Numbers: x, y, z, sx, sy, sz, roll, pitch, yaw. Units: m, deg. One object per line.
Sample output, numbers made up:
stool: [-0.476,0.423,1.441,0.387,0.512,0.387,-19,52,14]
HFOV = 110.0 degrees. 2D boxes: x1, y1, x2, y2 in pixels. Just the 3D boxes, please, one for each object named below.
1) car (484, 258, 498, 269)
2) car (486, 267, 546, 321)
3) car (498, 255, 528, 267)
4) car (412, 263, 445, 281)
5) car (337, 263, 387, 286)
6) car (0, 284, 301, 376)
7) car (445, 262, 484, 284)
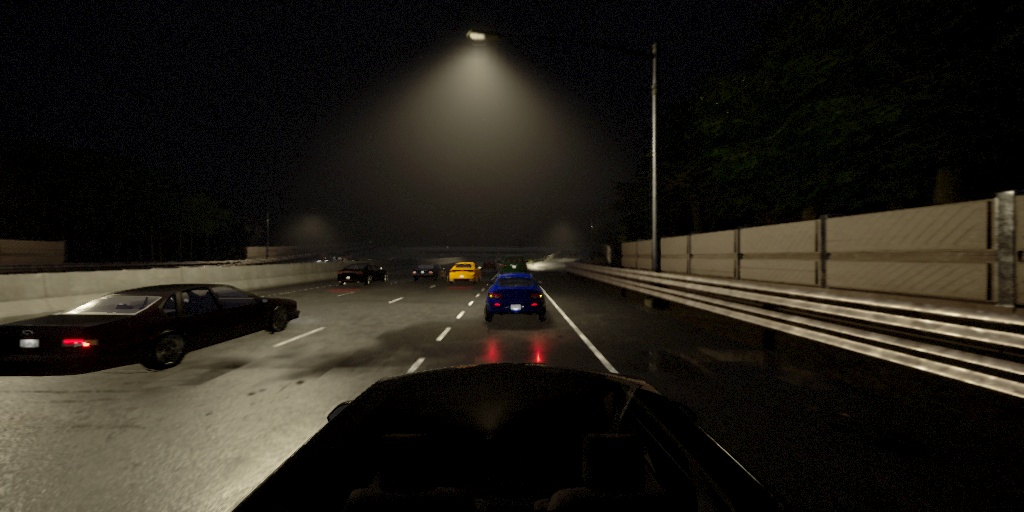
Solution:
car: [-3.323,1.222,54.355,1.882,1.535,5.008,0,0,0]
car: [0.111,1.274,12.375,1.812,1.442,4.674,0,0,0]
car: [0.223,0.967,31.082,2.150,2.045,5.566,0,0,1]
car: [-6.826,1.293,29.925,2.033,1.411,5.357,0,0,0]
car: [-10.347,1.224,25.146,1.882,1.535,5.008,0,0,0]
car: [-6.898,1.296,7.636,2.033,1.411,5.357,0,0,0]
car: [-3.440,1.224,27.079,1.882,1.535,5.008,0,0,0]
